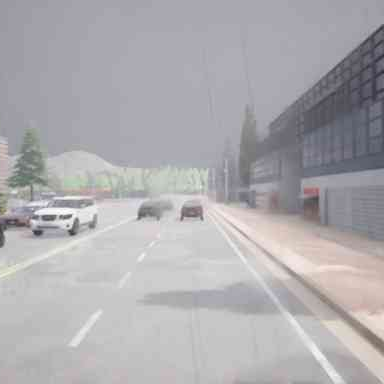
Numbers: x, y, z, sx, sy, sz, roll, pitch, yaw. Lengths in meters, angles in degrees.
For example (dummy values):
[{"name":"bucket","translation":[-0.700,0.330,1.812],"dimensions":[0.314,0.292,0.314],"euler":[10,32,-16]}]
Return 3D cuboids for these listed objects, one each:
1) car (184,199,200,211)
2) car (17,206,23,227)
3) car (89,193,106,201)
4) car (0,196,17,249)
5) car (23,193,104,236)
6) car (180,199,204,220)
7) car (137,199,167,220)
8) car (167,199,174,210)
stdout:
[{"name":"car","translation":[0.061,1.638,43.613],"dimensions":[1.994,1.385,4.181],"euler":[0,0,1]},{"name":"car","translation":[-10.562,1.600,21.551],"dimensions":[1.994,1.385,4.181],"euler":[0,0,0]},{"name":"car","translation":[-24.917,1.303,87.643],"dimensions":[3.866,1.878,1.905],"euler":[0,0,0]},{"name":"car","translation":[-7.076,1.236,8.428],"dimensions":[2.150,2.045,5.566],"euler":[0,0,0]},{"name":"car","translation":[-7.060,1.254,19.101],"dimensions":[2.150,2.045,5.566],"euler":[0,0,1]},{"name":"car","translation":[0.014,1.526,28.446],"dimensions":[1.882,1.535,5.008],"euler":[0,0,1]},{"name":"car","translation":[-3.484,1.554,28.591],"dimensions":[1.837,1.490,4.892],"euler":[0,0,0]},{"name":"car","translation":[-3.448,1.636,42.777],"dimensions":[1.994,1.385,4.181],"euler":[0,0,1]}]
